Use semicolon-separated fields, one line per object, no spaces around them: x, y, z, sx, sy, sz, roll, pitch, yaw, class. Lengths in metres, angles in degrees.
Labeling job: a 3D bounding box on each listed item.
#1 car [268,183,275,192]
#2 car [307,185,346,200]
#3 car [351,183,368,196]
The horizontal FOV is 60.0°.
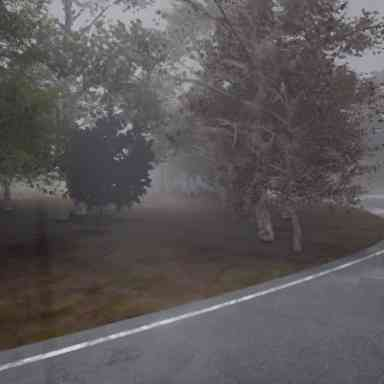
13.720;-0.870;55.606;1.837;1.490;4.892;-3;3;24;car
14.597;-0.012;36.547;1.837;1.490;4.892;-5;3;-17;car
17.830;-0.320;38.483;1.837;1.490;4.892;-7;4;-28;car
